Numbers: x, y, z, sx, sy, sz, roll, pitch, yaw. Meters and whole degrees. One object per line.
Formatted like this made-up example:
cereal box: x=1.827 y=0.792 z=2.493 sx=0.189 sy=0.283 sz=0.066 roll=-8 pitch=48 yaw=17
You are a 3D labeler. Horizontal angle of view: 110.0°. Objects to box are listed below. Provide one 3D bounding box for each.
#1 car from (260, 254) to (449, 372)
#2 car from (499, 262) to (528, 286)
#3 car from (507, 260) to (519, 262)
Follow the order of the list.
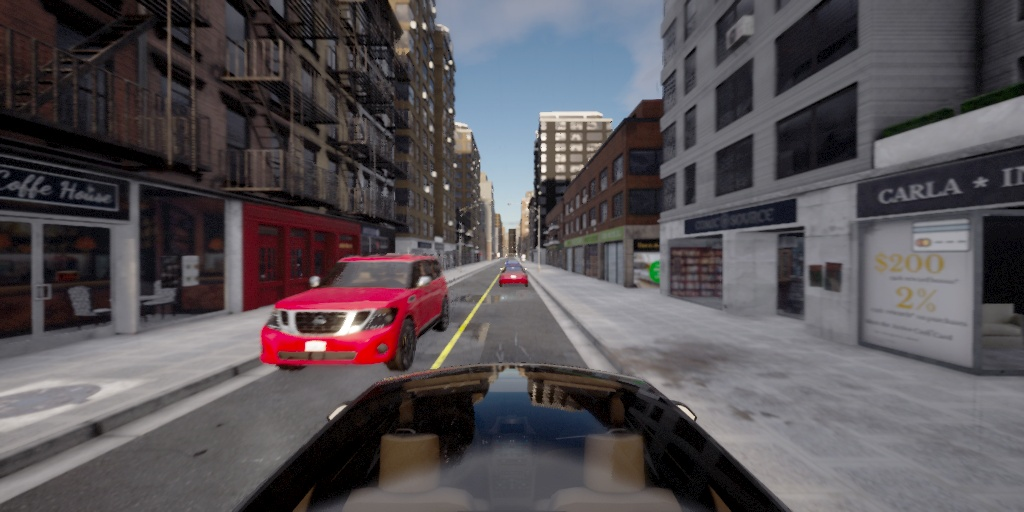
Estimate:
car: x=-2.845 y=0.971 z=8.006 sx=2.150 sy=2.045 sz=5.566 roll=0 pitch=0 yaw=1
car: x=0.102 y=1.314 z=25.086 sx=1.994 sy=1.385 sz=4.181 roll=0 pitch=0 yaw=0
car: x=0.105 y=1.225 z=44.245 sx=1.882 sy=1.535 sz=5.008 roll=0 pitch=0 yaw=0
